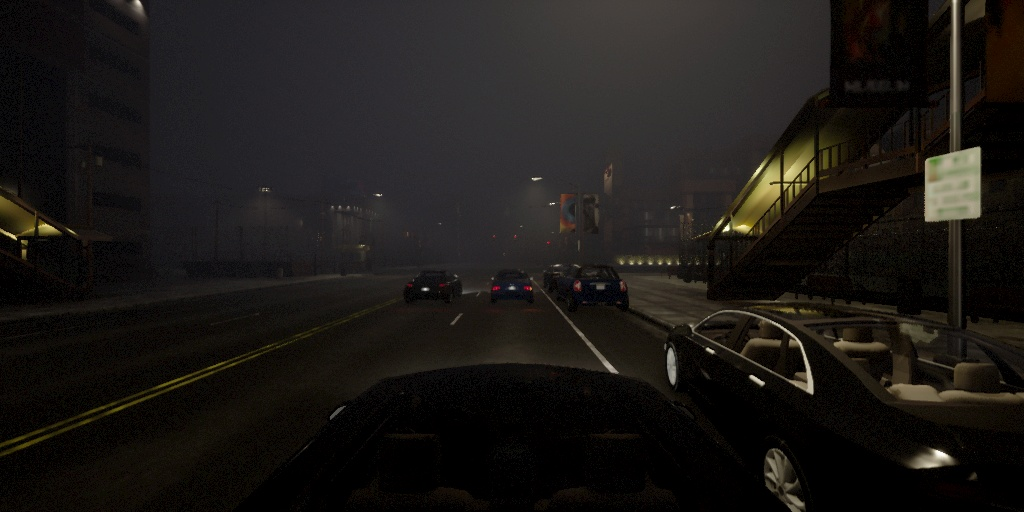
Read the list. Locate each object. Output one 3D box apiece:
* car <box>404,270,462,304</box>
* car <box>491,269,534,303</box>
[{"bbox_3d":[-3.500,1.321,16.497,1.994,1.385,4.181,0,0,0],"label":"car"},{"bbox_3d":[0.000,1.312,16.497,2.033,1.411,5.357,0,0,0],"label":"car"}]
